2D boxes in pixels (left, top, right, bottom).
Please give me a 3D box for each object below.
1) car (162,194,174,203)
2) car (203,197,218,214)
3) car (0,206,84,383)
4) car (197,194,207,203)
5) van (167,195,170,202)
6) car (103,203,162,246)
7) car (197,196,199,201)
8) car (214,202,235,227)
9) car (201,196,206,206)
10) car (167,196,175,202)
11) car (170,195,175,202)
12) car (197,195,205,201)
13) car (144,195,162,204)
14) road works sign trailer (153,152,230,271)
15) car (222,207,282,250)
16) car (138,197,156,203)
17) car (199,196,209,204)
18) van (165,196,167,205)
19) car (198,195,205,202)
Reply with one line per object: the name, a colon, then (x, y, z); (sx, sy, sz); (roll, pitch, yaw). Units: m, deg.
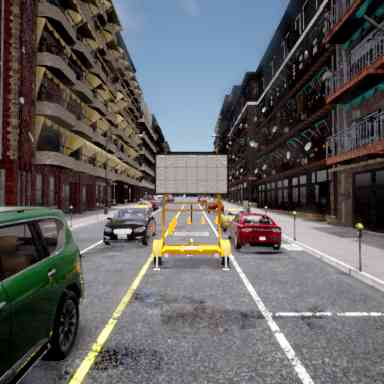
car: (-5.394, 1.516, 75.205); (2.192, 1.841, 5.009); (1, 0, 0)
car: (2.535, 1.608, 36.439); (1.887, 1.381, 4.507); (1, 0, 0)
car: (-2.746, 1.224, 3.020); (2.150, 2.045, 5.566); (0, 0, 0)
car: (2.443, 1.541, 80.687); (2.192, 1.841, 5.009); (1, 0, 0)
van: (-5.372, 1.473, 58.614); (1.690, 1.788, 3.998); (1, 0, 0)
car: (-2.774, 1.510, 15.597); (2.128, 1.511, 4.902); (0, 0, 0)
car: (2.496, 1.698, 64.093); (1.887, 1.381, 4.507); (1, 0, 0)
car: (2.559, 1.551, 20.019); (1.752, 1.417, 4.829); (1, 0, 0)
car: (2.527, 1.628, 41.971); (2.008, 1.369, 4.403); (1, 0, 0)
car: (-5.417, 1.820, 86.266); (1.947, 1.339, 4.313); (1, 0, 0)
car: (-5.387, 1.492, 69.675); (2.192, 1.841, 5.009); (1, 0, 0)
car: (2.424, 1.723, 91.750); (1.967, 1.590, 4.097); (1, 0, 0)
car: (-5.347, 1.393, 42.024); (2.192, 1.841, 5.009); (2, 0, 0)
road works sign trailer: (-0.014, 0.475, 10.980); (2.380, 3.560, 2.880); (0, 0, 0)
car: (2.567, 1.561, 14.317); (1.887, 1.381, 4.507); (1, 0, 0)
car: (-5.344, 1.588, 36.322); (1.752, 1.417, 4.829); (2, 0, 0)
car: (2.498, 1.617, 69.625); (1.967, 1.590, 4.097); (1, 0, 0)
van: (-5.363, 1.452, 53.082); (1.690, 1.788, 3.998); (2, 0, 0)
car: (2.504, 1.676, 58.563); (1.887, 1.381, 4.507); (1, 0, 0)
